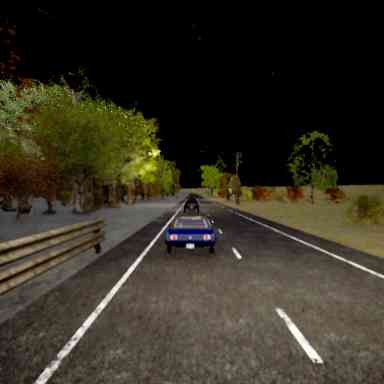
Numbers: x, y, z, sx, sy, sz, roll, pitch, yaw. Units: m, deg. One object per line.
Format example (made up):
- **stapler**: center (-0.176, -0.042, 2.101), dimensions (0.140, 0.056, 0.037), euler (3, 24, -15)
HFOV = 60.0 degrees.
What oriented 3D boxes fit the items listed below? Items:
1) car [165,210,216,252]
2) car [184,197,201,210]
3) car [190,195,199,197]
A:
- **car**: center (-0.054, 1.685, 14.286), dimensions (1.895, 1.301, 4.718), euler (0, 0, 0)
- **car**: center (-0.044, 1.718, 43.248), dimensions (1.882, 1.535, 5.008), euler (0, 0, 0)
- **car**: center (-0.033, 1.866, 67.619), dimensions (1.837, 1.490, 4.892), euler (0, 0, 0)
